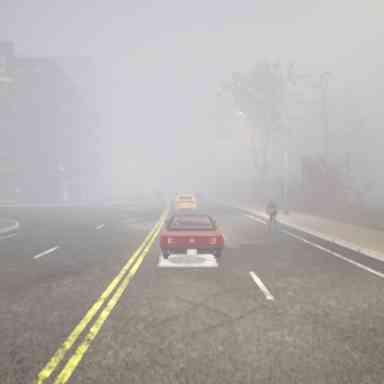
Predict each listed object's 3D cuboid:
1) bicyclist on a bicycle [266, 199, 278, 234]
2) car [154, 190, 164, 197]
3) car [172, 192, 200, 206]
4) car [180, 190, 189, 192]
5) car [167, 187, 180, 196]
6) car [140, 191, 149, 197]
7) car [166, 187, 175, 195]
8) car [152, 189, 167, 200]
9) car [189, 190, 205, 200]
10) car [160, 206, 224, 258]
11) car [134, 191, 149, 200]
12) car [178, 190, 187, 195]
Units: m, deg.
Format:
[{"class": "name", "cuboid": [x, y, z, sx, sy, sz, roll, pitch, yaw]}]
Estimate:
[{"class": "bicyclist on a bicycle", "cuboid": [3.909, 1.195, 16.272, 0.582, 1.620, 1.656, 0, 1, -1]}, {"class": "car", "cuboid": [-7.557, 0.316, 75.819, 2.128, 1.511, 4.902, 0, 1, -6]}, {"class": "car", "cuboid": [-0.627, 1.005, 30.137, 1.882, 1.535, 5.008, 0, 1, -3]}, {"class": "car", "cuboid": [-0.831, 0.356, 74.167, 2.033, 1.411, 5.357, 0, 1, -6]}, {"class": "car", "cuboid": [-4.532, 0.110, 77.986, 2.097, 1.767, 4.553, 0, 1, -7]}, {"class": "car", "cuboid": [-10.769, 0.399, 75.306, 1.895, 1.301, 4.718, 0, 1, -6]}, {"class": "car", "cuboid": [-5.757, -0.280, 88.010, 2.150, 2.045, 5.566, 0, 1, -7]}, {"class": "car", "cuboid": [-5.993, 0.409, 59.790, 2.097, 1.767, 4.553, 0, 1, -4]}, {"class": "car", "cuboid": [1.028, 0.686, 55.396, 1.994, 1.385, 4.181, 0, 1, -5]}, {"class": "car", "cuboid": [-0.038, 1.414, 11.893, 1.895, 1.301, 4.718, 0, 1, -1]}, {"class": "car", "cuboid": [-9.191, 0.617, 59.266, 2.033, 1.411, 5.357, 0, 1, -4]}, {"class": "car", "cuboid": [-2.511, 0.109, 88.246, 1.812, 1.442, 4.674, 0, 1, -7]}]
